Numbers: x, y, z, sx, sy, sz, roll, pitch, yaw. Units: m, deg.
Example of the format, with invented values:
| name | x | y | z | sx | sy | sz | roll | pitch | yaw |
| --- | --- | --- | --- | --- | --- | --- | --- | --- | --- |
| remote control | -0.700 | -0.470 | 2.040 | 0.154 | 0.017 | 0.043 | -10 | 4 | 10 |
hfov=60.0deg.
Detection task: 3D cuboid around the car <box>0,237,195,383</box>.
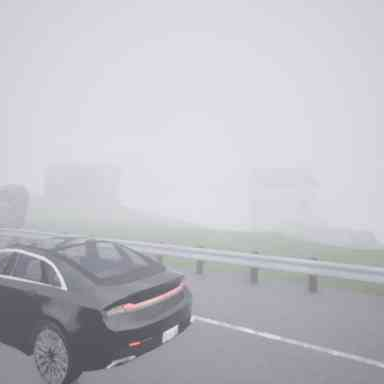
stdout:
| name | x | y | z | sx | sy | sz | roll | pitch | yaw |
| --- | --- | --- | --- | --- | --- | --- | --- | --- | --- |
| car | -2.293 | 1.487 | 5.311 | 4.902 | 1.511 | 2.128 | 0 | 0 | 33 |
